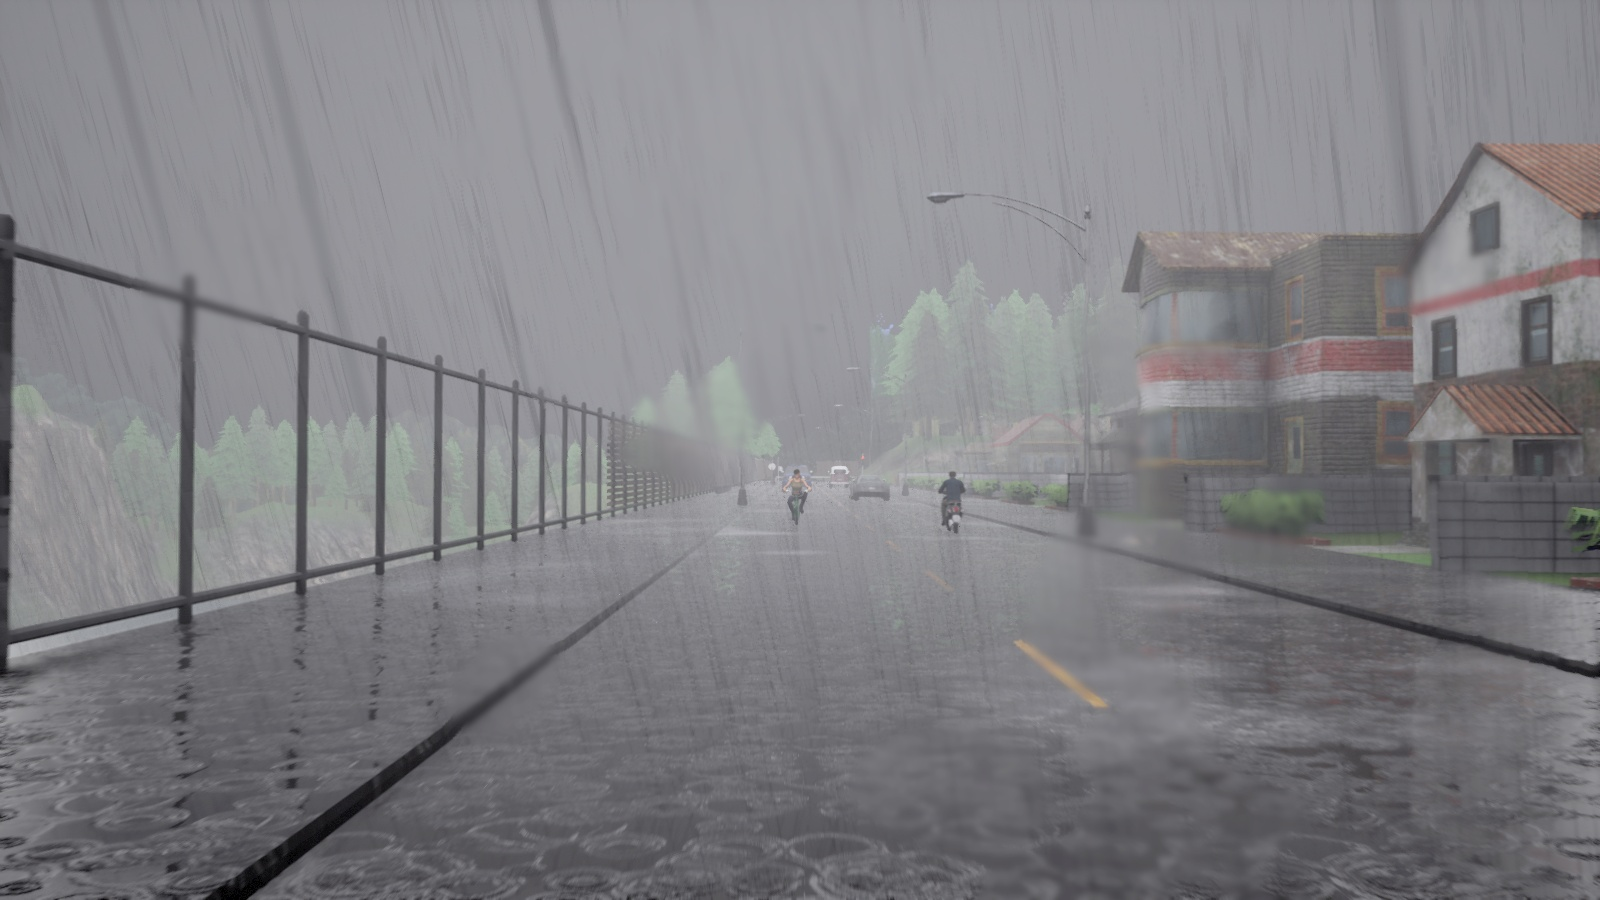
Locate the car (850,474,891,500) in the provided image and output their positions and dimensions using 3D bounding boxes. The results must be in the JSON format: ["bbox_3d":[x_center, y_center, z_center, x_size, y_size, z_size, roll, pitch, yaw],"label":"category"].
[{"bbox_3d":[3.838,2.018,68.998,1.994,1.385,4.181,0,-1,0],"label":"car"}]

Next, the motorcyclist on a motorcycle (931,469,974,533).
[{"bbox_3d":[3.927,1.296,32.474,0.866,1.590,1.817,0,-1,0],"label":"motorcyclist on a motorcycle"}]

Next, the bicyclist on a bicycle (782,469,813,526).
[{"bbox_3d":[-0.080,1.357,36.163,0.866,1.612,1.509,0,-1,0],"label":"bicyclist on a bicycle"}]

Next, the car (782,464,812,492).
[{"bbox_3d":[-0.225,2.136,95.683,2.150,2.045,5.566,0,-1,0],"label":"car"}]
